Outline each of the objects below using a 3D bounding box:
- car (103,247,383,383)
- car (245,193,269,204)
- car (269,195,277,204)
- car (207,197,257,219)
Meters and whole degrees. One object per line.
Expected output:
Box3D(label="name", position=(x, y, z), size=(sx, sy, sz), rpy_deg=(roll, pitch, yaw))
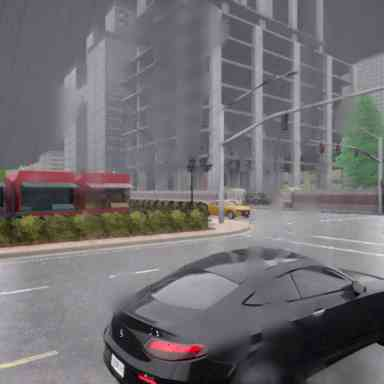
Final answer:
Box3D(label="car", position=(1.147, 1.526, 4.605), size=(4.674, 1.442, 1.812), rpy_deg=(0, 0, -35))
Box3D(label="car", position=(10.840, 1.114, 57.680), size=(1.905, 1.878, 3.866), rpy_deg=(0, 0, -36))
Box3D(label="car", position=(13.228, 1.114, 59.396), size=(1.905, 1.878, 3.866), rpy_deg=(0, 0, -36))
Box3D(label="car", position=(2.859, 1.422, 28.401), size=(1.882, 1.535, 5.008), rpy_deg=(0, 0, -36))
